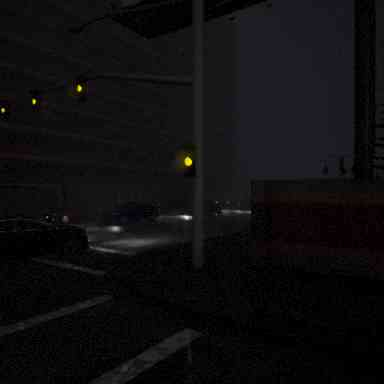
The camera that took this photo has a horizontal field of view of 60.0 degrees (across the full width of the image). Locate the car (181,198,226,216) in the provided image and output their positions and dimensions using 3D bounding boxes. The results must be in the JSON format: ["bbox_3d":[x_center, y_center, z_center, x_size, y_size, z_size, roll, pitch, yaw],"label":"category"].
[{"bbox_3d":[1.190,1.558,32.785,1.994,1.385,4.181,0,0,34],"label":"car"}]

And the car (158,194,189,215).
[{"bbox_3d":[-2.341,1.217,33.834,2.150,2.045,5.566,0,0,36],"label":"car"}]

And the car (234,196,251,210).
[{"bbox_3d":[7.680,1.345,41.928,2.097,1.767,4.553,0,0,36],"label":"car"}]

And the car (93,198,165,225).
[{"bbox_3d":[-4.517,1.472,24.685,1.882,1.535,5.008,0,0,35],"label":"car"}]

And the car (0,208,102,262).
[{"bbox_3d":[-5.629,1.488,10.622,2.128,1.511,4.902,0,0,35],"label":"car"}]

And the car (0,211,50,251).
[{"bbox_3d":[-8.124,1.559,13.156,1.994,1.385,4.181,0,0,35],"label":"car"}]

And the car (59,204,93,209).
[{"bbox_3d":[-8.865,1.557,24.596,1.994,1.385,4.181,0,0,35],"label":"car"}]

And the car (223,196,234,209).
[{"bbox_3d":[4.819,1.348,44.027,2.097,1.767,4.553,0,0,32],"label":"car"}]
